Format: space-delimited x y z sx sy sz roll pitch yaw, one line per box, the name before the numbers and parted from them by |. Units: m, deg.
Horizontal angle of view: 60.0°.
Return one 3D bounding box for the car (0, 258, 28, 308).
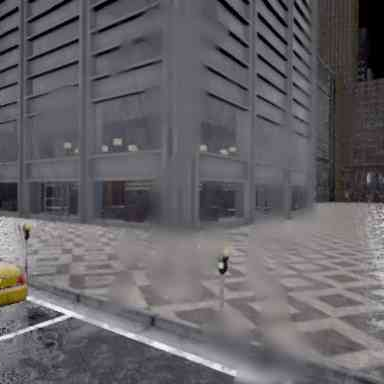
car | -5.172 1.474 6.647 4.829 1.417 1.752 0 0 35
